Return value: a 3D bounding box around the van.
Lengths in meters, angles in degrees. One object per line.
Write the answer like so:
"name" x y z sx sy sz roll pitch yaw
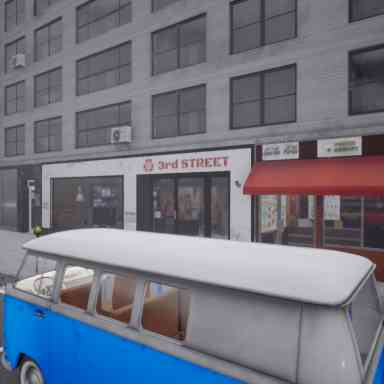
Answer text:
"van" -0.270 1.341 3.269 3.998 1.788 1.690 0 0 35
